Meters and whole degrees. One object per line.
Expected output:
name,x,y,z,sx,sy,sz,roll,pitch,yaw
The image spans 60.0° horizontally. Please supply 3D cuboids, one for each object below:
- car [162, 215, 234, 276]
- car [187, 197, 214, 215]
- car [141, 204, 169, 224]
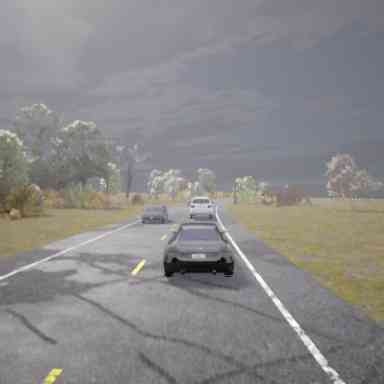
car,0.212,1.673,10.728,1.994,1.385,4.181,0,-1,1
car,0.982,1.551,33.788,2.150,2.045,5.566,0,-1,3
car,-2.989,1.777,27.685,1.837,1.490,4.892,0,-1,2
